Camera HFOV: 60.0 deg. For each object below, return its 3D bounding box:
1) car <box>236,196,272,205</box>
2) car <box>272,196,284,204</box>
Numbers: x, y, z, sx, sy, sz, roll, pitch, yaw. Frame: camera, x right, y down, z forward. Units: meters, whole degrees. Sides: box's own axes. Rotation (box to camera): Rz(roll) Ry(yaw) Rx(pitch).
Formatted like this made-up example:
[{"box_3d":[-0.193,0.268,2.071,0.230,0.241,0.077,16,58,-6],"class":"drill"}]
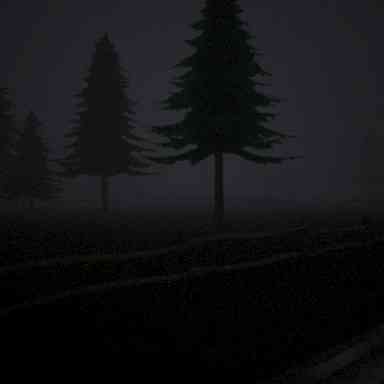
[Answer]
[{"box_3d":[10.260,1.544,56.852,5.357,1.411,2.033,0,0,27],"class":"car"},{"box_3d":[13.721,1.501,58.597,4.892,1.490,1.837,0,0,30],"class":"car"}]
